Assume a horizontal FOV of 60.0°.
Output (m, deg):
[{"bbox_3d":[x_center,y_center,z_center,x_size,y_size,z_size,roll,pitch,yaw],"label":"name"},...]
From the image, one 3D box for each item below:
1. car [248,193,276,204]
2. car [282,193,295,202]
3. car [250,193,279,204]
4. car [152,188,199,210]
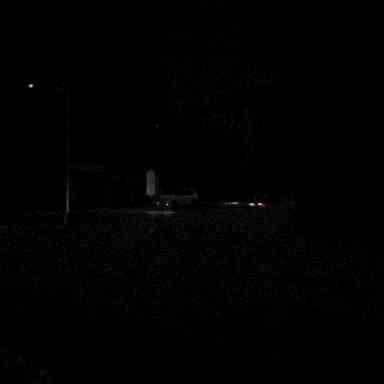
[{"bbox_3d":[10.471,0.940,49.335,2.033,1.411,5.357,-1,0,35],"label":"car"},{"bbox_3d":[15.613,0.871,51.809,1.812,1.442,4.674,-1,0,35],"label":"car"},{"bbox_3d":[9.734,0.883,43.488,1.812,1.442,4.674,-1,0,36],"label":"car"},{"bbox_3d":[-1.514,0.669,32.706,2.150,2.045,5.566,-1,0,36],"label":"car"}]
